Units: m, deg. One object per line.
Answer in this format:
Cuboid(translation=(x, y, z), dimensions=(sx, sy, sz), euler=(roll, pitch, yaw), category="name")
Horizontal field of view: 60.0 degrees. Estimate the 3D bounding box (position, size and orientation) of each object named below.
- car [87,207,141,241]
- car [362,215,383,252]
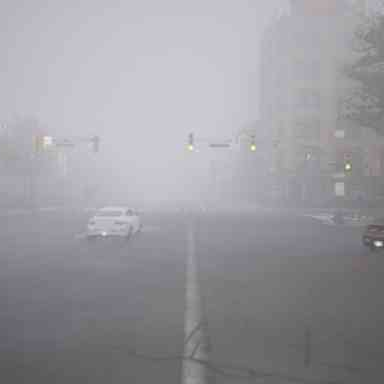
Cuboid(translation=(-3.575, 1.418, 15.756), dimensions=(1.812, 1.442, 4.674), euler=(0, 0, -1), category="car")
Cuboid(translation=(8.301, 1.446, 11.969), dimensions=(4.892, 1.490, 1.837), euler=(0, -1, -26), category="car")
